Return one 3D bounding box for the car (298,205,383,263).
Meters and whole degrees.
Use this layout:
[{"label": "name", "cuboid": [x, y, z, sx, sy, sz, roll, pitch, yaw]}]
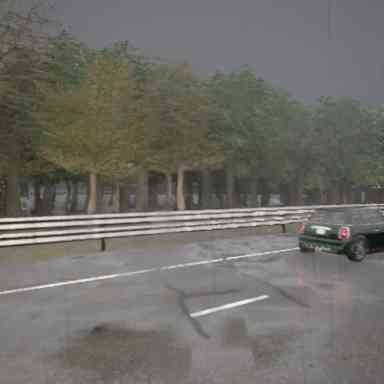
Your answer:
[{"label": "car", "cuboid": [5.996, 1.319, 12.101, 4.553, 1.767, 2.097, 0, 1, -34]}]
